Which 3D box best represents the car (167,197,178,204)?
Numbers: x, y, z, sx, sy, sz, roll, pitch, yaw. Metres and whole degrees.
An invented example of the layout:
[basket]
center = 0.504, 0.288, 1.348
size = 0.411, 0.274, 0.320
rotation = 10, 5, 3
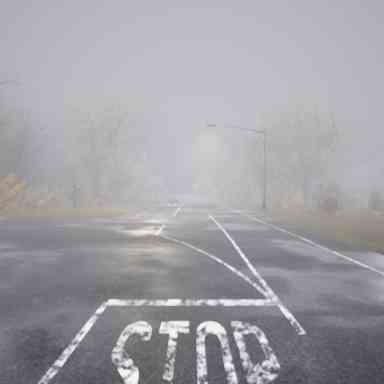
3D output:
[car]
center = -3.763, 1.597, 64.791
size = 1.994, 1.385, 4.181
rotation = 0, 0, -1
